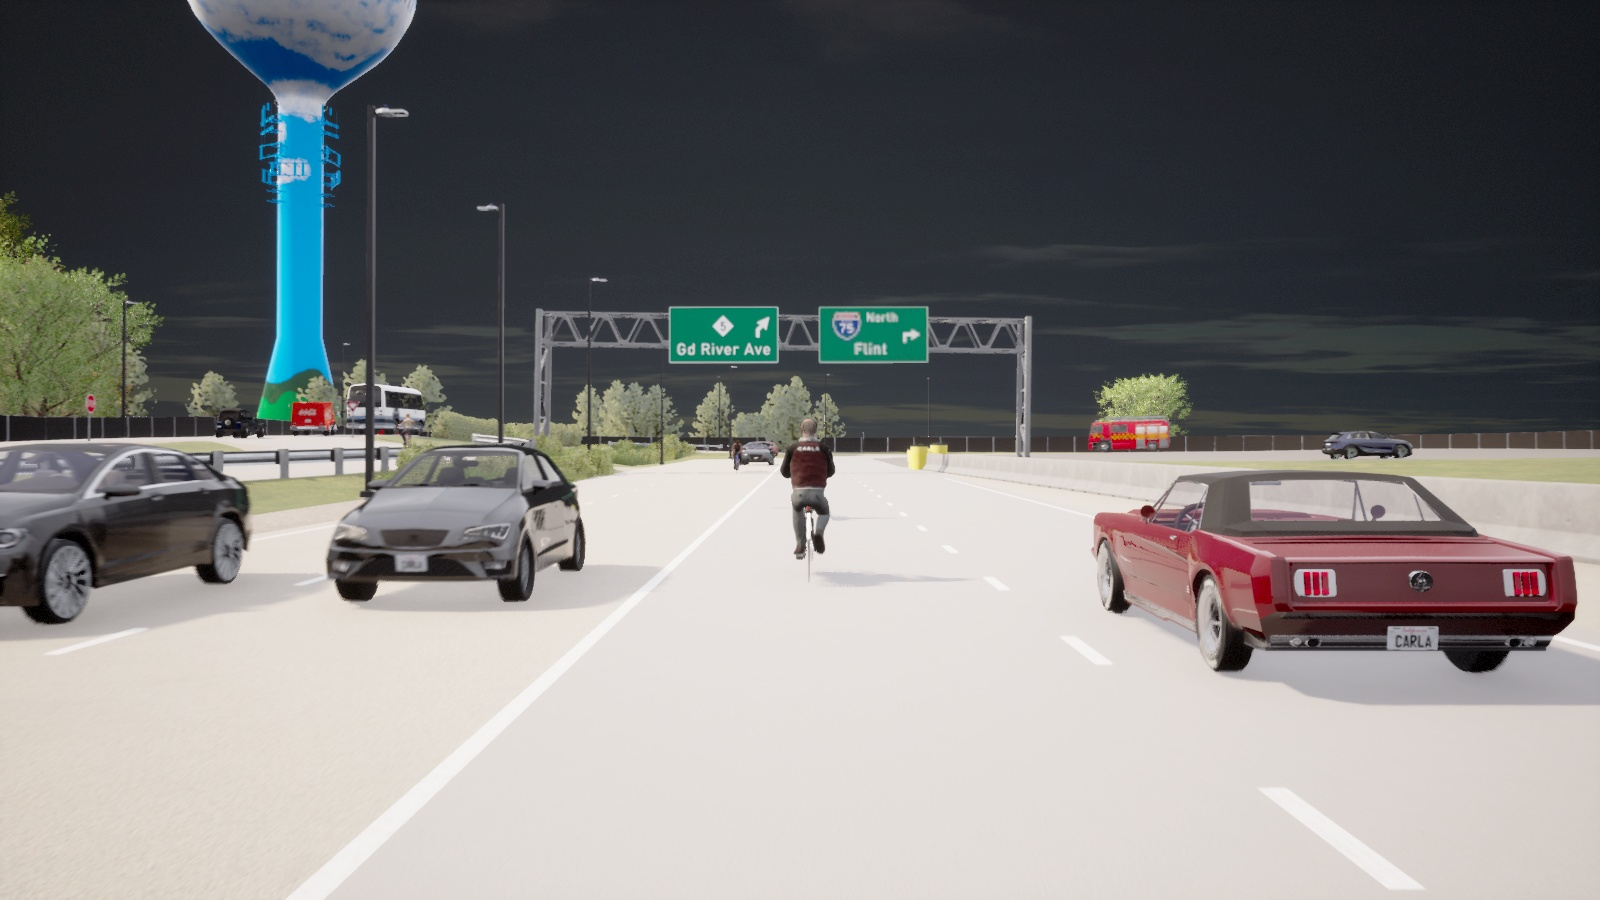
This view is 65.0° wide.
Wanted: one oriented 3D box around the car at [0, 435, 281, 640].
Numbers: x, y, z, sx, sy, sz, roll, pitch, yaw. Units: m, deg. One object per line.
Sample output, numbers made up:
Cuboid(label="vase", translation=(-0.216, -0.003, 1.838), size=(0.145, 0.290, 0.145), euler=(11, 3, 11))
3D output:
Cuboid(label="car", translation=(-6.918, 0.629, 11.683), size=(2.128, 1.511, 4.902), euler=(0, 0, 0))

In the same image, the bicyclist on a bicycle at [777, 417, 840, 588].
Cuboid(label="bicyclist on a bicycle", translation=(0.096, 0.539, 14.009), size=(0.659, 1.776, 1.843), euler=(0, 1, 0))

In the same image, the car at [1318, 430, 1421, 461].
Cuboid(label="car", translation=(32.074, -0.238, 70.794), size=(4.856, 1.649, 2.033), euler=(-1, 0, -4))

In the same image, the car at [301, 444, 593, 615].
Cuboid(label="car", translation=(-3.410, 0.683, 12.982), size=(1.816, 1.474, 4.193), euler=(0, 0, 0))

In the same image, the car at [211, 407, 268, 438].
Cuboid(label="car", translation=(-35.798, -1.761, 80.267), size=(1.905, 1.878, 3.866), euler=(1, 1, 1))

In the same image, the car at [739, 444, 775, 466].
Cuboid(label="car", translation=(-2.691, 0.294, 80.238), size=(1.994, 1.385, 4.181), euler=(0, 0, 2))

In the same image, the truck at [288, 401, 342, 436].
Cuboid(label="truck", translation=(-35.681, -2.338, 92.540), size=(2.627, 2.467, 5.204), euler=(0, 2, -9))

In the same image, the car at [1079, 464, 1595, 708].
Cuboid(label="car", translation=(3.570, 0.797, 9.487), size=(1.895, 1.301, 4.718), euler=(0, 0, 0))
